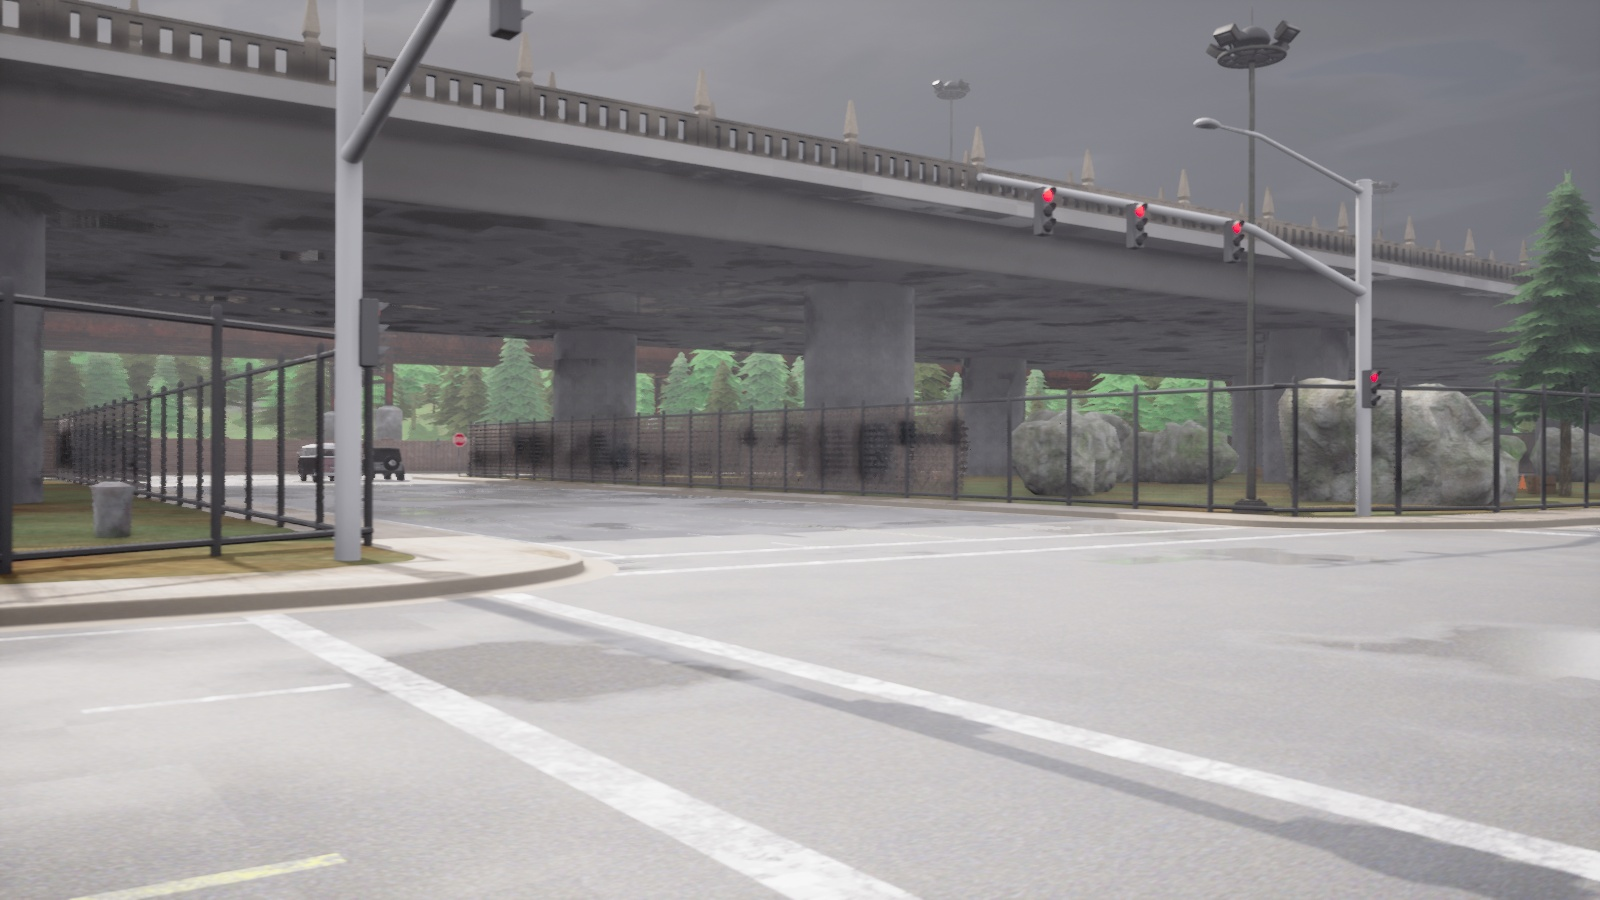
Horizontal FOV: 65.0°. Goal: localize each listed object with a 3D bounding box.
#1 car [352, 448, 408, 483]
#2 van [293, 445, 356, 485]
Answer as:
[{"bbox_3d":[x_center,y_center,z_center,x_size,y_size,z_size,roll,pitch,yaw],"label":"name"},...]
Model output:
[{"bbox_3d":[-23.356,0.846,69.794,1.905,1.878,3.866,0,0,-35],"label":"car"},{"bbox_3d":[-25.047,0.763,66.108,2.069,2.038,4.480,0,0,-35],"label":"van"}]
